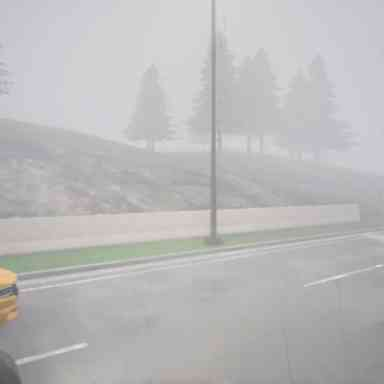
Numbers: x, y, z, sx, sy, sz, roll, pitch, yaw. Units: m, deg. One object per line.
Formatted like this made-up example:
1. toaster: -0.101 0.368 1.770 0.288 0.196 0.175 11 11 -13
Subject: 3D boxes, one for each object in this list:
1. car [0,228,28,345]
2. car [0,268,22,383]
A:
1. car: -5.094 1.479 4.412 5.008 1.535 1.882 0 0 -35
2. car: -3.350 1.507 1.357 4.892 1.490 1.837 0 0 -35
